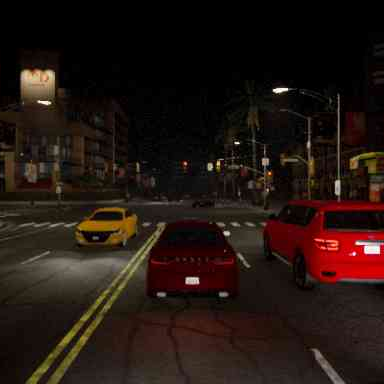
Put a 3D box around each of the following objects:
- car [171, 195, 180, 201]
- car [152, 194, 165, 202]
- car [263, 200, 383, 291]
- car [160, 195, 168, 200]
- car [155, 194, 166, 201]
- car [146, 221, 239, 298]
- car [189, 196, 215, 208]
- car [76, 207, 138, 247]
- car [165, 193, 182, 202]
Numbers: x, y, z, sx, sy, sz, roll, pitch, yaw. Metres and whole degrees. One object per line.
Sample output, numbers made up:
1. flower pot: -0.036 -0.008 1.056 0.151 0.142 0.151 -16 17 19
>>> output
1. car: -4.077 1.492 82.655 1.812 1.442 4.674 0 0 0
2. car: -7.502 1.525 72.160 1.994 1.385 4.181 0 0 0
3. car: 3.507 1.218 9.156 2.150 2.045 5.566 0 0 0
4. car: -7.633 1.465 90.596 1.837 1.490 4.892 0 0 0
5. car: -7.562 1.324 80.532 2.097 1.767 4.553 0 0 0
6. car: 0.010 1.474 8.579 1.882 1.535 5.008 0 0 0
7. car: 1.660 1.583 46.604 1.895 1.301 4.718 0 0 24
8. car: -3.667 1.472 15.116 1.882 1.535 5.008 0 0 0
9. car: -4.008 1.197 72.940 2.150 2.045 5.566 0 0 0
